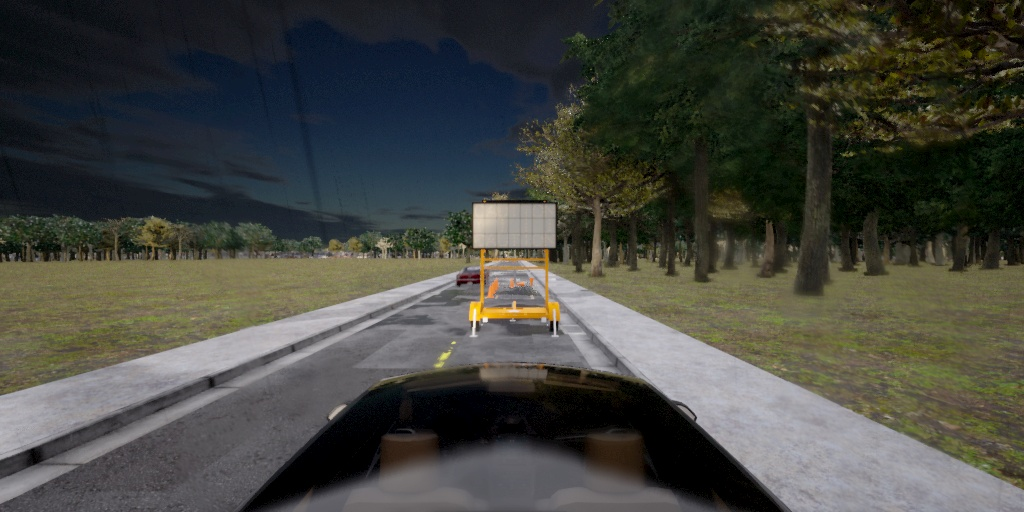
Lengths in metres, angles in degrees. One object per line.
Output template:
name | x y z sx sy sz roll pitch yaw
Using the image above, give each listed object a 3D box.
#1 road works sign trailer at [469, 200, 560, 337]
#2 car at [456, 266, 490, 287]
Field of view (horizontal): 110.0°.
road works sign trailer | 0.074 0.214 10.245 2.380 3.560 2.880 0 0 0
car | -2.569 1.351 24.197 1.895 1.301 4.718 0 0 0
